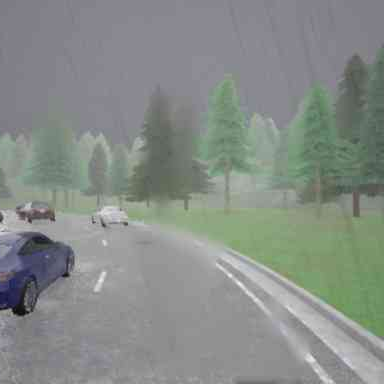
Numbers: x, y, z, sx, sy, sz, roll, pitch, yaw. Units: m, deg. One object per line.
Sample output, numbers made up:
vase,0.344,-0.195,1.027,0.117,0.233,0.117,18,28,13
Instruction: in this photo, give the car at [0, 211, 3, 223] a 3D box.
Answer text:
car,-17.231,1.840,27.759,1.994,1.385,4.181,1,-1,-40

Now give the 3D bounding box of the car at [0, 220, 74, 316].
car,-4.071,1.600,7.483,1.812,1.442,4.674,0,-1,-6

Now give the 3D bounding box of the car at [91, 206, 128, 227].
car,-6.120,1.757,24.632,1.812,1.442,4.674,0,-1,-29

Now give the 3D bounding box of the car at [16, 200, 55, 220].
car,-13.495,1.631,28.718,2.097,1.767,4.553,0,-1,-38

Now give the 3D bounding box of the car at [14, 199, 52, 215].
car,-18.590,1.729,38.884,4.553,1.767,2.097,0,-1,37
